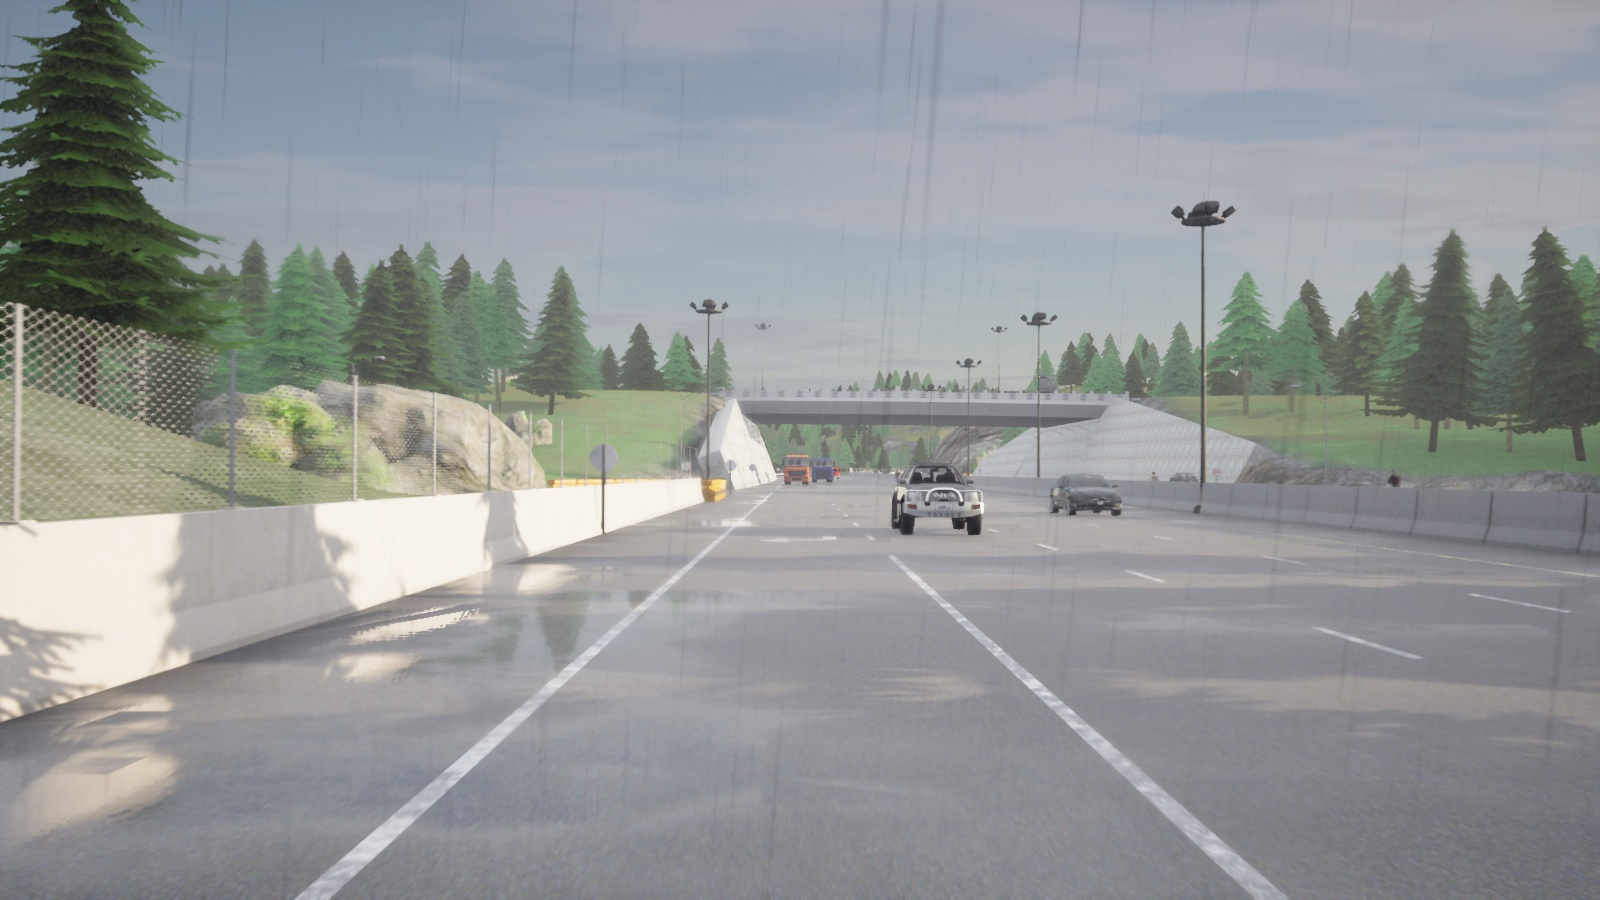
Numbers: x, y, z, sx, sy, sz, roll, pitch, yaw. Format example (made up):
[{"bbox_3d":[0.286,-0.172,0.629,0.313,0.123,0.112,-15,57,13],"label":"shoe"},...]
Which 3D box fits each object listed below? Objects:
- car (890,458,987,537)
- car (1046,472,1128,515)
[{"bbox_3d":[3.422,1.152,31.909,1.932,1.855,4.605,0,-1,0],"label":"car"},{"bbox_3d":[10.389,1.544,45.783,1.837,1.490,4.892,0,-1,0],"label":"car"}]
